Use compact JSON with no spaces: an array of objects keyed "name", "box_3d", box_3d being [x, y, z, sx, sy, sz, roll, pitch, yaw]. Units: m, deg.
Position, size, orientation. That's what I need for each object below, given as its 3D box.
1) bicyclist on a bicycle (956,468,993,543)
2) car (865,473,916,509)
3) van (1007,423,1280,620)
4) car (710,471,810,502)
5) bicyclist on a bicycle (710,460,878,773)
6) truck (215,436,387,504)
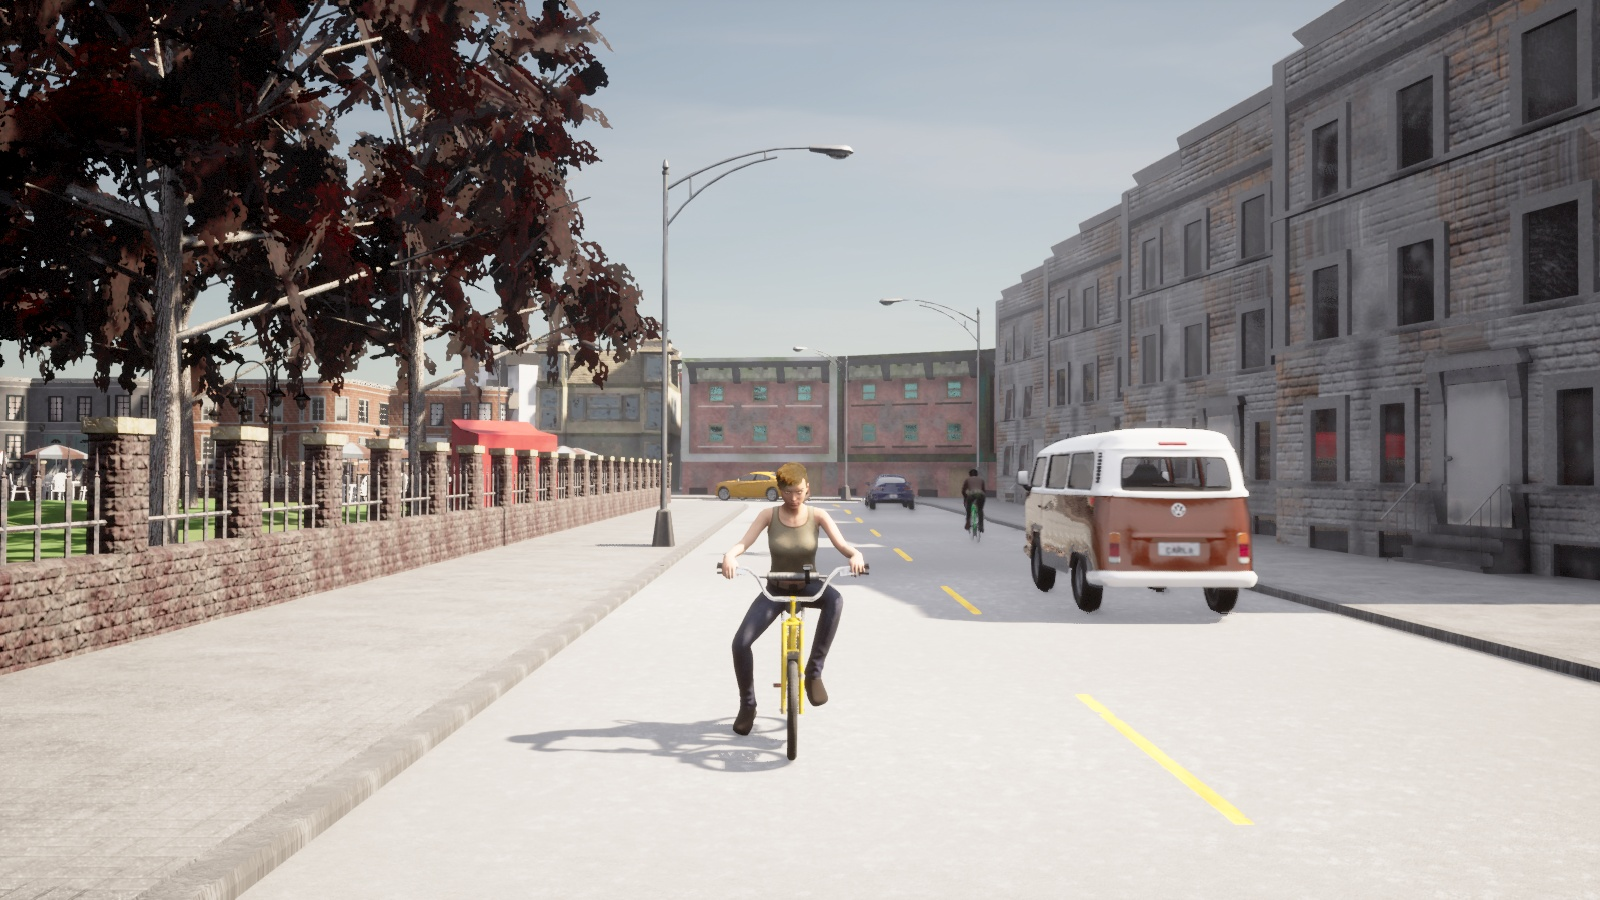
[{"name":"bicyclist on a bicycle","box_3d":[3.900,1.223,28.114,0.582,1.620,1.656,0,-1,0]},{"name":"car","box_3d":[3.797,1.719,53.383,1.812,1.442,4.674,0,-1,0]},{"name":"van","box_3d":[3.950,0.779,15.331,2.069,2.038,4.480,0,-1,0]},{"name":"car","box_3d":[-2.115,1.895,65.215,5.008,1.535,1.882,-1,-1,33]},{"name":"bicyclist on a bicycle","box_3d":[-0.034,0.873,7.262,0.866,1.612,1.509,0,-1,0]},{"name":"truck","box_3d":[-26.305,1.051,66.468,7.936,3.462,2.891,0,-1,0]}]
